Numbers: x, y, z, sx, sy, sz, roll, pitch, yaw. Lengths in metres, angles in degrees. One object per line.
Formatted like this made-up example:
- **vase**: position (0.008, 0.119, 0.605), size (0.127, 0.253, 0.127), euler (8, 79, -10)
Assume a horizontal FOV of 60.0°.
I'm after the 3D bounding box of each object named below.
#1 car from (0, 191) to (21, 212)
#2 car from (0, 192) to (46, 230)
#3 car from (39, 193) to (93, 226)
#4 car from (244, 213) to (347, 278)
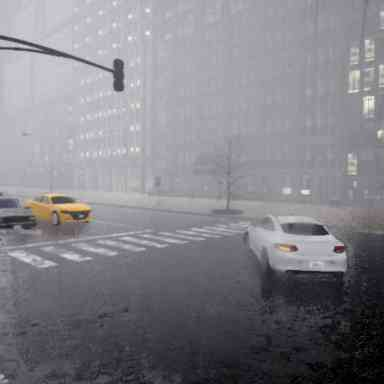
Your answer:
- **car**: position (-14.726, 0.653, 24.904), size (4.718, 1.301, 1.895), euler (2, 2, 42)
- **car**: position (-9.143, 0.952, 15.475), size (5.357, 1.411, 2.033), euler (2, 2, 42)
- **car**: position (-7.369, 0.847, 18.252), size (5.008, 1.535, 1.882), euler (3, 2, 42)
- **car**: position (2.719, 1.323, 9.405), size (1.812, 1.442, 4.674), euler (2, 2, 1)
